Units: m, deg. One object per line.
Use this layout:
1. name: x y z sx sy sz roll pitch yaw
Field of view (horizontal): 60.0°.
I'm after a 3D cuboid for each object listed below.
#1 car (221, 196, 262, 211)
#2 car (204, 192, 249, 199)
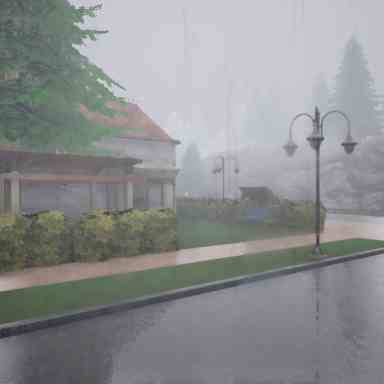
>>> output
1. car: 5.771 1.315 39.339 1.882 1.535 5.008 0 0 -36
2. car: 3.320 1.058 36.386 2.150 2.045 5.566 0 0 -35
